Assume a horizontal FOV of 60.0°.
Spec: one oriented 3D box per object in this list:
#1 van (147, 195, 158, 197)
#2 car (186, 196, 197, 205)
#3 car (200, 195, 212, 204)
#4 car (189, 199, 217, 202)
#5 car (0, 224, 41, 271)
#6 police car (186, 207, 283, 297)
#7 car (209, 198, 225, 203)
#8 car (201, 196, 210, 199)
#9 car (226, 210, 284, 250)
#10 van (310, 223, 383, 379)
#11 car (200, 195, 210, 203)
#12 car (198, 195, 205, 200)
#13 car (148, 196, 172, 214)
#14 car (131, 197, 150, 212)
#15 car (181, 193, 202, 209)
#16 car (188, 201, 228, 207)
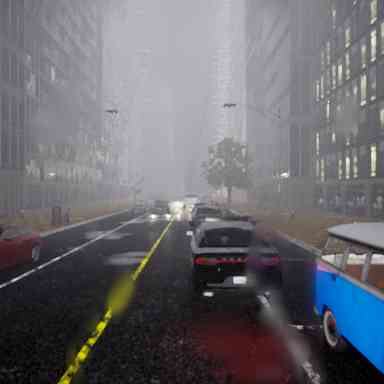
[{"bbox_3d":[-5.787,1.316,49.120,1.690,1.788,3.998,0,0,0],"label":"van"},{"bbox_3d":[-0.120,1.481,60.185,1.812,1.442,4.674,0,0,0],"label":"car"},{"bbox_3d":[2.571,1.394,60.518,1.967,1.590,4.097,0,0,0],"label":"car"},{"bbox_3d":[0.851,1.498,24.610,1.837,1.490,4.892,0,0,0],"label":"car"},{"bbox_3d":[-5.709,1.579,9.272,1.802,1.307,4.206,0,0,0],"label":"car"},{"bbox_3d":[0.883,1.423,8.719,1.930,1.638,5.238,0,0,0],"label":"police car"},{"bbox_3d":[2.627,1.572,32.056,1.802,1.307,4.206,0,0,0],"label":"car"},{"bbox_3d":[2.605,1.533,43.441,2.008,1.369,4.403,0,0,0],"label":"car"},{"bbox_3d":[2.661,1.578,14.978,1.802,1.307,4.206,0,0,0],"label":"car"},{"bbox_3d":[2.683,1.340,3.594,1.690,1.788,3.998,0,0,0],"label":"van"},{"bbox_3d":[2.560,1.384,66.210,1.967,1.590,4.097,0,0,0],"label":"car"},{"bbox_3d":[2.515,1.439,88.980,1.887,1.381,4.507,0,0,0],"label":"car"},{"bbox_3d":[-3.169,1.494,35.004,1.837,1.490,4.892,0,0,0],"label":"car"},{"bbox_3d":[-5.765,1.538,37.735,2.008,1.369,4.403,0,0,0],"label":"car"},{"bbox_3d":[-0.084,1.200,45.807,2.150,2.045,5.566,0,0,0],"label":"car"},{"bbox_3d":[0.862,1.500,18.609,1.837,1.490,4.892,0,0,0],"label":"car"}]
